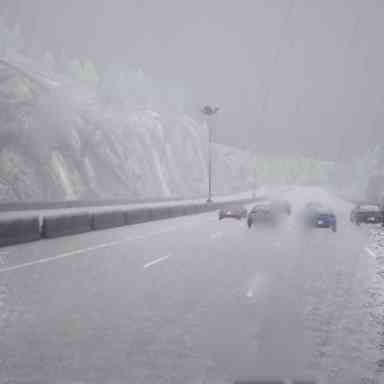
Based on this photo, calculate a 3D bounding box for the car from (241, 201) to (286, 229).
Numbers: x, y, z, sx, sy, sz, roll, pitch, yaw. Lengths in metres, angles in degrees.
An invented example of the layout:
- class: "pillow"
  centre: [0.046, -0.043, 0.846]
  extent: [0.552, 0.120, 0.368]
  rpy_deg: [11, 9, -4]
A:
- class: "car"
  centre: [5.081, 1.647, 23.026]
  extent: [2.128, 1.511, 4.902]
  rpy_deg: [0, 0, 19]

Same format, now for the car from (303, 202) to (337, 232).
- class: "car"
  centre: [8.443, 1.661, 22.035]
  extent: [1.882, 1.535, 5.008]
  rpy_deg: [0, 0, 20]

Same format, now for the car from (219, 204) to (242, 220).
- class: "car"
  centre: [3.816, 1.739, 29.951]
  extent: [1.994, 1.385, 4.181]
  rpy_deg: [0, 0, 20]

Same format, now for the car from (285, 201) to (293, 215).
- class: "car"
  centre: [10.470, 1.769, 38.254]
  extent: [2.128, 1.511, 4.902]
  rpy_deg: [0, 0, 19]

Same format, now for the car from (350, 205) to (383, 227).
- class: "car"
  centre: [13.348, 1.724, 25.405]
  extent: [1.882, 1.535, 5.008]
  rpy_deg: [0, 0, 19]
